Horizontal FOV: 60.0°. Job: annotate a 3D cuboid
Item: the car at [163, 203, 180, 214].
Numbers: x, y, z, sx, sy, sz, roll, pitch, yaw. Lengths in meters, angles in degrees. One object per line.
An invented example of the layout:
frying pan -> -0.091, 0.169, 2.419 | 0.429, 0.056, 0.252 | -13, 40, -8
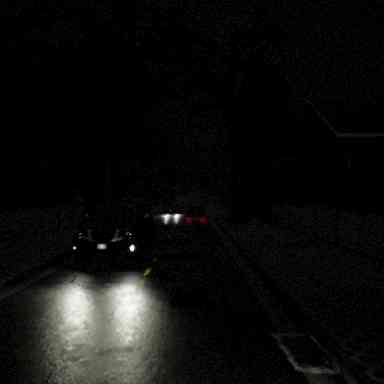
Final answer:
car -> -2.487, 2.039, 41.279 | 1.994, 1.385, 4.181 | 0, -1, 1

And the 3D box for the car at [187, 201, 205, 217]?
car -> 0.425, 1.902, 37.078 | 1.882, 1.535, 5.008 | 0, -1, 1

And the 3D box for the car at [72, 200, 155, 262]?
car -> -2.742, 1.358, 12.985 | 2.150, 2.045, 5.566 | 0, -1, 1

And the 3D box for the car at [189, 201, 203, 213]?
car -> 0.513, 2.034, 46.885 | 1.882, 1.535, 5.008 | 0, -1, 1
